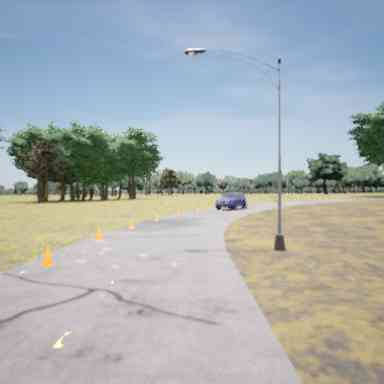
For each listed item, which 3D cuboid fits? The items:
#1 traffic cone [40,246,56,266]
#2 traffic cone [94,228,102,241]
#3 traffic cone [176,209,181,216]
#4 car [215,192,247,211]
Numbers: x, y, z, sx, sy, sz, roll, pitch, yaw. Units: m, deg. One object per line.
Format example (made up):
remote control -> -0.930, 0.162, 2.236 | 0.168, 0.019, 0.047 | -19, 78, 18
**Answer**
traffic cone -> -4.423, 1.948, 10.209 | 0.340, 0.580, 0.340 | 0, 0, 0
traffic cone -> -4.291, 1.945, 15.369 | 0.340, 0.580, 0.340 | 0, 0, 4
traffic cone -> -1.246, 1.886, 30.666 | 0.340, 0.580, 0.340 | 0, 0, 19
car -> 4.658, 1.046, 39.008 | 2.150, 2.045, 5.566 | 0, 1, 29
